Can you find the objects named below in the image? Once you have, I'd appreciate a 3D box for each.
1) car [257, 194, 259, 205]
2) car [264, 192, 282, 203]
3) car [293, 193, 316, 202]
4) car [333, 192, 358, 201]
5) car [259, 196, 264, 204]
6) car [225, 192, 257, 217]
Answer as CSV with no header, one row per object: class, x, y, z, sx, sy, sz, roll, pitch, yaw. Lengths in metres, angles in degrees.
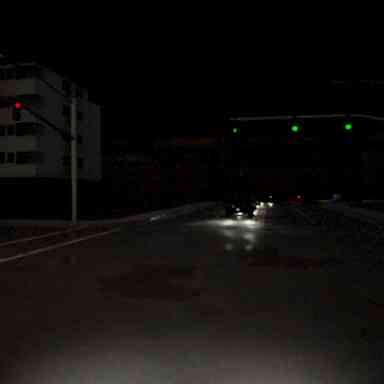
car,6.362,1.216,38.083,1.812,1.442,4.674,0,0,14
car,13.526,0.860,56.634,2.097,1.767,4.553,0,1,40
car,19.520,0.965,57.530,4.902,1.511,2.128,-1,1,-38
car,28.605,0.751,61.759,4.553,1.767,2.097,0,0,-11
car,8.680,0.955,47.684,2.097,1.767,4.553,0,0,15
car,4.182,0.998,28.694,2.150,2.045,5.566,0,0,12
